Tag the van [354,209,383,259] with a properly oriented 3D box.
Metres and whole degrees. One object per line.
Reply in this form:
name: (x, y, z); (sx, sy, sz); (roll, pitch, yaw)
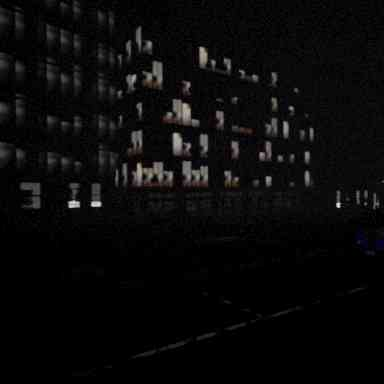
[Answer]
van: (7.442, 1.467, 11.889); (3.998, 1.788, 1.690); (1, -1, -35)
